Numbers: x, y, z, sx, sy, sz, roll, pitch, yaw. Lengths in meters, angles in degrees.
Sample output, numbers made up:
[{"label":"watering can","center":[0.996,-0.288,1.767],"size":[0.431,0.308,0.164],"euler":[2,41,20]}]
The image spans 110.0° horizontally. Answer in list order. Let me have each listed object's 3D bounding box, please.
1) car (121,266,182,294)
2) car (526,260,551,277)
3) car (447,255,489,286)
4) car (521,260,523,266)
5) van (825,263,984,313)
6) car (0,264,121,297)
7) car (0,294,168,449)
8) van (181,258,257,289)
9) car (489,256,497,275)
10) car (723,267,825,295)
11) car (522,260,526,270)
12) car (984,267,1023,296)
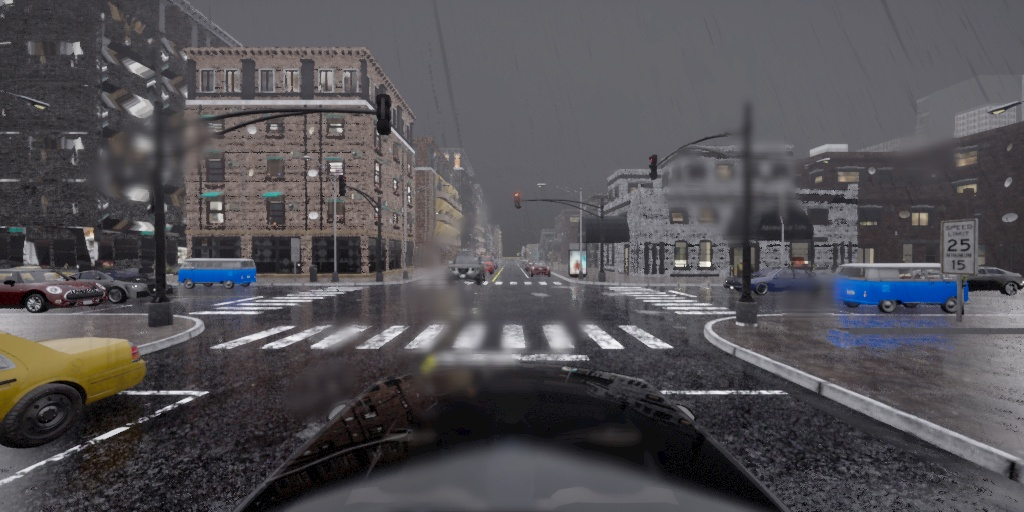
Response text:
[{"label":"car","center":[-17.743,1.296,15.869],"size":[4.181,1.385,1.994],"euler":[0,0,-1]},{"label":"car","center":[2.668,1.195,35.241],"size":[1.967,1.591,4.097],"euler":[0,0,0]},{"label":"car","center":[-3.112,0.952,25.502],"size":[2.150,2.045,5.566],"euler":[0,-1,0]},{"label":"car","center":[2.656,1.321,52.331],"size":[2.007,1.370,4.403],"euler":[0,0,0]},{"label":"van","center":[14.648,1.156,13.548],"size":[3.998,1.789,1.690],"euler":[0,0,0]},{"label":"car","center":[-17.730,1.190,13.286],"size":[4.097,1.591,1.967],"euler":[0,0,0]},{"label":"car","center":[-5.692,1.275,2.598],"size":[1.751,1.417,4.829],"euler":[0,0,0]},{"label":"van","center":[-17.778,1.030,21.666],"size":[3.998,1.789,1.690],"euler":[0,0,0]},{"label":"car","center":[-3.125,0.982,39.121],"size":[2.150,2.045,5.566],"euler":[0,0,0]},{"label":"car","center":[14.498,1.320,19.334],"size":[5.357,1.411,2.033],"euler":[0,0,-1]},{"label":"car","center":[2.660,1.347,46.634],"size":[1.802,1.307,4.207],"euler":[0,0,0]},{"label":"car","center":[24.423,1.290,19.411],"size":[4.902,1.511,2.128],"euler":[0,0,0]}]
